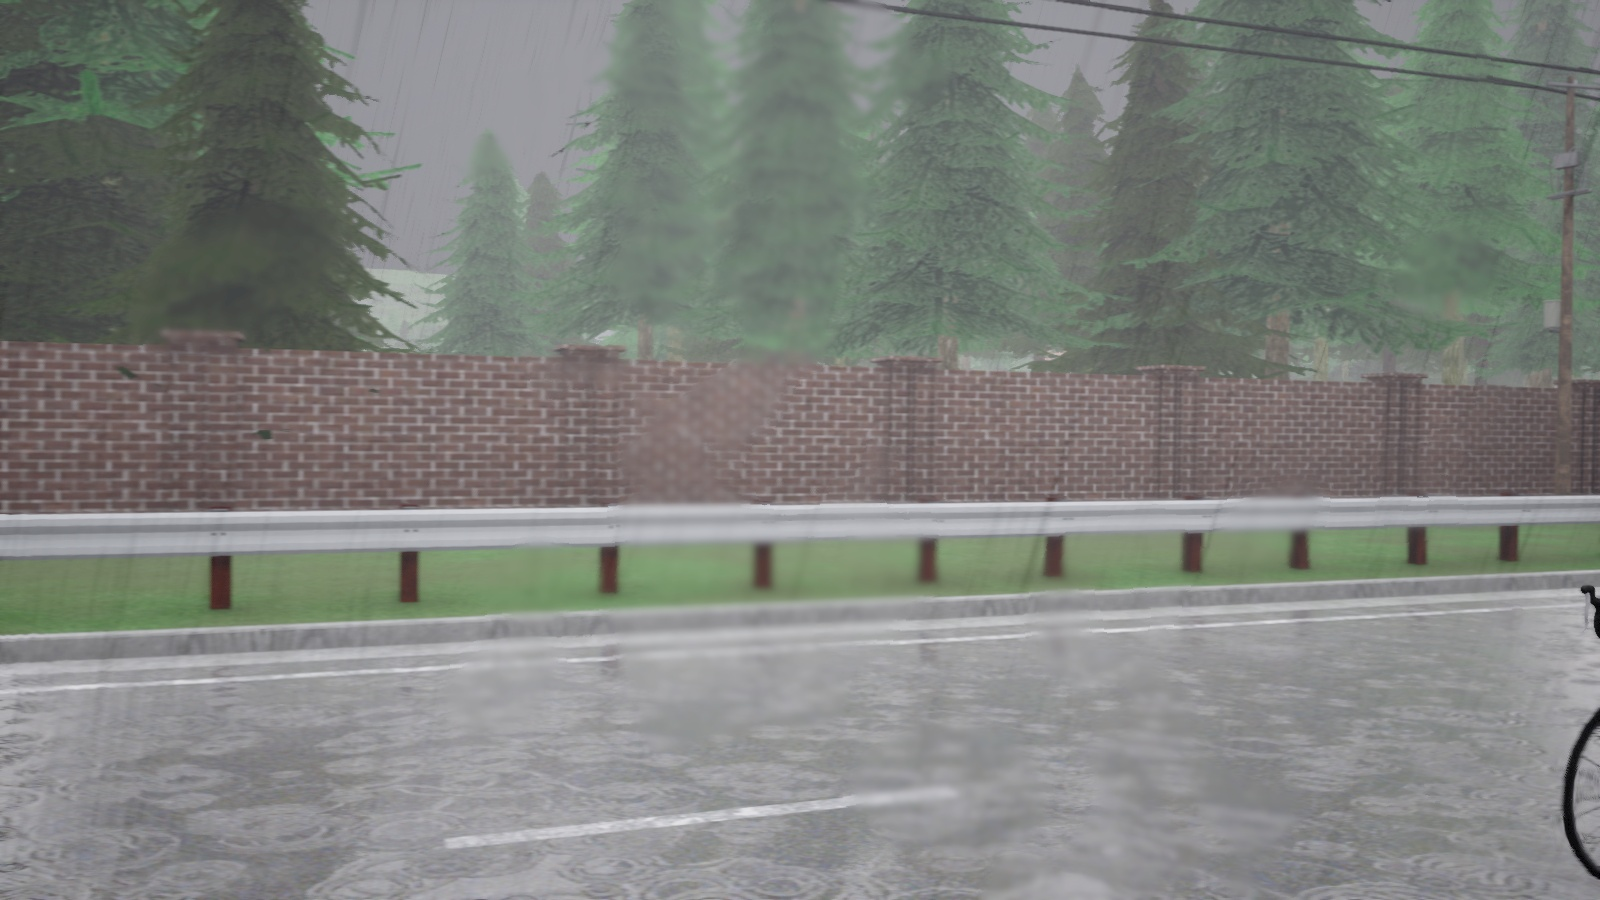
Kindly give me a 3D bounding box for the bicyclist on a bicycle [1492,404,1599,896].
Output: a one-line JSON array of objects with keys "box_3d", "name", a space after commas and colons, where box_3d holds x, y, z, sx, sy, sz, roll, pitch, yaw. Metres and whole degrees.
[{"box_3d": [3.357, 0.641, 4.513, 1.656, 1.620, 0.582, -1, 1, -21], "name": "bicyclist on a bicycle"}]
